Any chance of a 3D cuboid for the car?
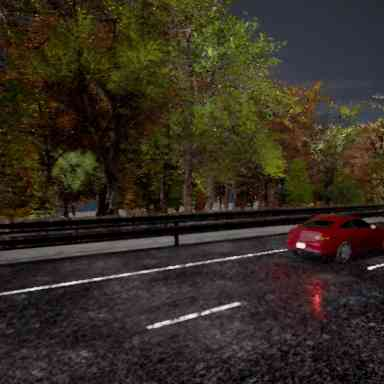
[{"bbox_3d":[5.315,1.530,11.906,4.674,1.442,1.812,0,0,-36],"label":"car"}]
